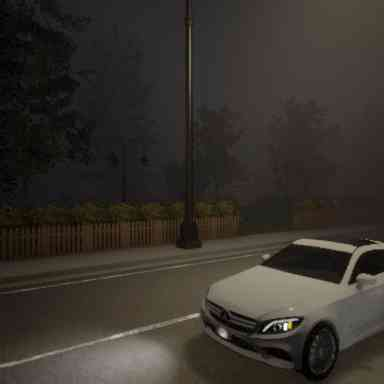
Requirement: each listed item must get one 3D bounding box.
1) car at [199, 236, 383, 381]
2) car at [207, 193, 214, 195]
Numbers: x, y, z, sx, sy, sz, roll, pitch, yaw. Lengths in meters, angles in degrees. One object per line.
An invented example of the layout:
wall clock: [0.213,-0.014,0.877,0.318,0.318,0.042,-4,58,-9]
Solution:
car: [2.302,1.525,5.578,4.674,1.442,1.812,0,0,-35]
car: [3.209,1.223,64.526,2.150,2.045,5.566,0,0,-35]
